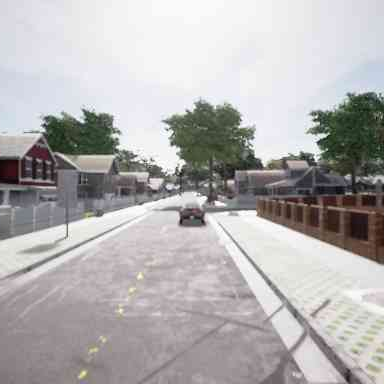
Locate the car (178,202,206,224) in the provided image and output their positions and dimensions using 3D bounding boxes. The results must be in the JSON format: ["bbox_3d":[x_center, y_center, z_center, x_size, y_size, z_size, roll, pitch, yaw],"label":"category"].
[{"bbox_3d":[0.013,1.500,24.990,1.837,1.490,4.892,0,0,0],"label":"car"}]
